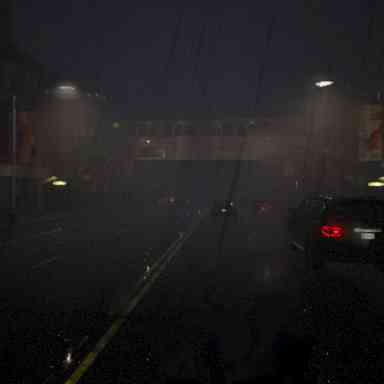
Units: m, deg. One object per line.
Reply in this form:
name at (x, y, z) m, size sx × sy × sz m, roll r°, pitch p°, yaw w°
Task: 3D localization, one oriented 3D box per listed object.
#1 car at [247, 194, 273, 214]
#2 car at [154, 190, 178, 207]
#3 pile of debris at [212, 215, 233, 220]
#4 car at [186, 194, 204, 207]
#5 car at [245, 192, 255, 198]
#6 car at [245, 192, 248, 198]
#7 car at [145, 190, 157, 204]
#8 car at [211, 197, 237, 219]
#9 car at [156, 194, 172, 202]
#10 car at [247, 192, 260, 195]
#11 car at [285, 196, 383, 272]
car at (6.527, 1.239, 31.465) m, size 1.837 × 1.490 × 4.892 m, roll 0°, pitch 1°, yaw 6°
car at (-3.067, 0.929, 43.259) m, size 2.097 × 1.767 × 4.553 m, roll 0°, pitch 1°, yaw 6°
pile of debris at (2.324, 1.946, 25.447) m, size 1.500 × 0.140 × 1.860 m, roll 0°, pitch 1°, yaw 6°
car at (0.425, 1.103, 43.015) m, size 1.837 × 1.490 × 4.892 m, roll 0°, pitch 0°, yaw 6°
car at (14.561, 0.760, 83.864) m, size 2.097 × 1.535 × 5.008 m, roll 0°, pitch 1°, yaw 5°
car at (14.078, 0.693, 77.454) m, size 2.185 × 1.767 × 4.553 m, roll 0°, pitch 1°, yaw 5°
car at (-5.409, 0.735, 49.810) m, size 2.435 × 2.045 × 5.566 m, roll 0°, pitch 1°, yaw 5°
car at (2.530, 1.322, 26.529) m, size 1.994 × 1.385 × 4.181 m, roll 0°, pitch 0°, yaw 5°
car at (-4.740, 1.035, 57.179) m, size 1.895 × 1.301 × 4.718 m, roll 0°, pitch 1°, yaw 5°
car at (12.999, 0.915, 66.734) m, size 2.231 × 1.521 × 4.892 m, roll 0°, pitch 1°, yaw 15°
car at (4.525, 1.140, 10.741) m, size 2.150 × 2.045 × 5.566 m, roll 0°, pitch 1°, yaw 5°
